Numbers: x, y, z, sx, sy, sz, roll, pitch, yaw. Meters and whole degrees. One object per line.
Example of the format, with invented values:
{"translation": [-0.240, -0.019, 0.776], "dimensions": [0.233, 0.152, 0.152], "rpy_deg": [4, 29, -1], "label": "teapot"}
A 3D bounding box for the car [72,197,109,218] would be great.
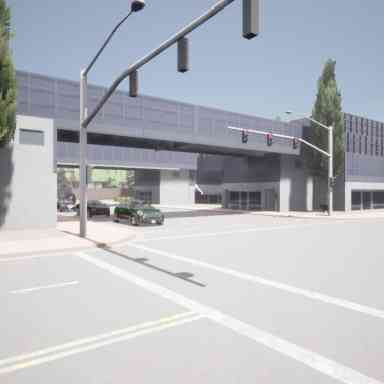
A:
{"translation": [-9.268, 1.478, 31.001], "dimensions": [1.882, 1.535, 5.008], "rpy_deg": [0, 0, -36], "label": "car"}

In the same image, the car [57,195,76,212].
{"translation": [-14.846, 1.492, 38.674], "dimensions": [2.128, 1.511, 4.902], "rpy_deg": [0, 0, -36], "label": "car"}

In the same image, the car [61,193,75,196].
{"translation": [-23.706, 1.221, 63.055], "dimensions": [2.150, 2.045, 5.566], "rpy_deg": [0, 0, -36], "label": "car"}

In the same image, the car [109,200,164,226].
{"translation": [-3.820, 1.352, 23.514], "dimensions": [2.097, 1.767, 4.553], "rpy_deg": [0, 0, -36], "label": "car"}
